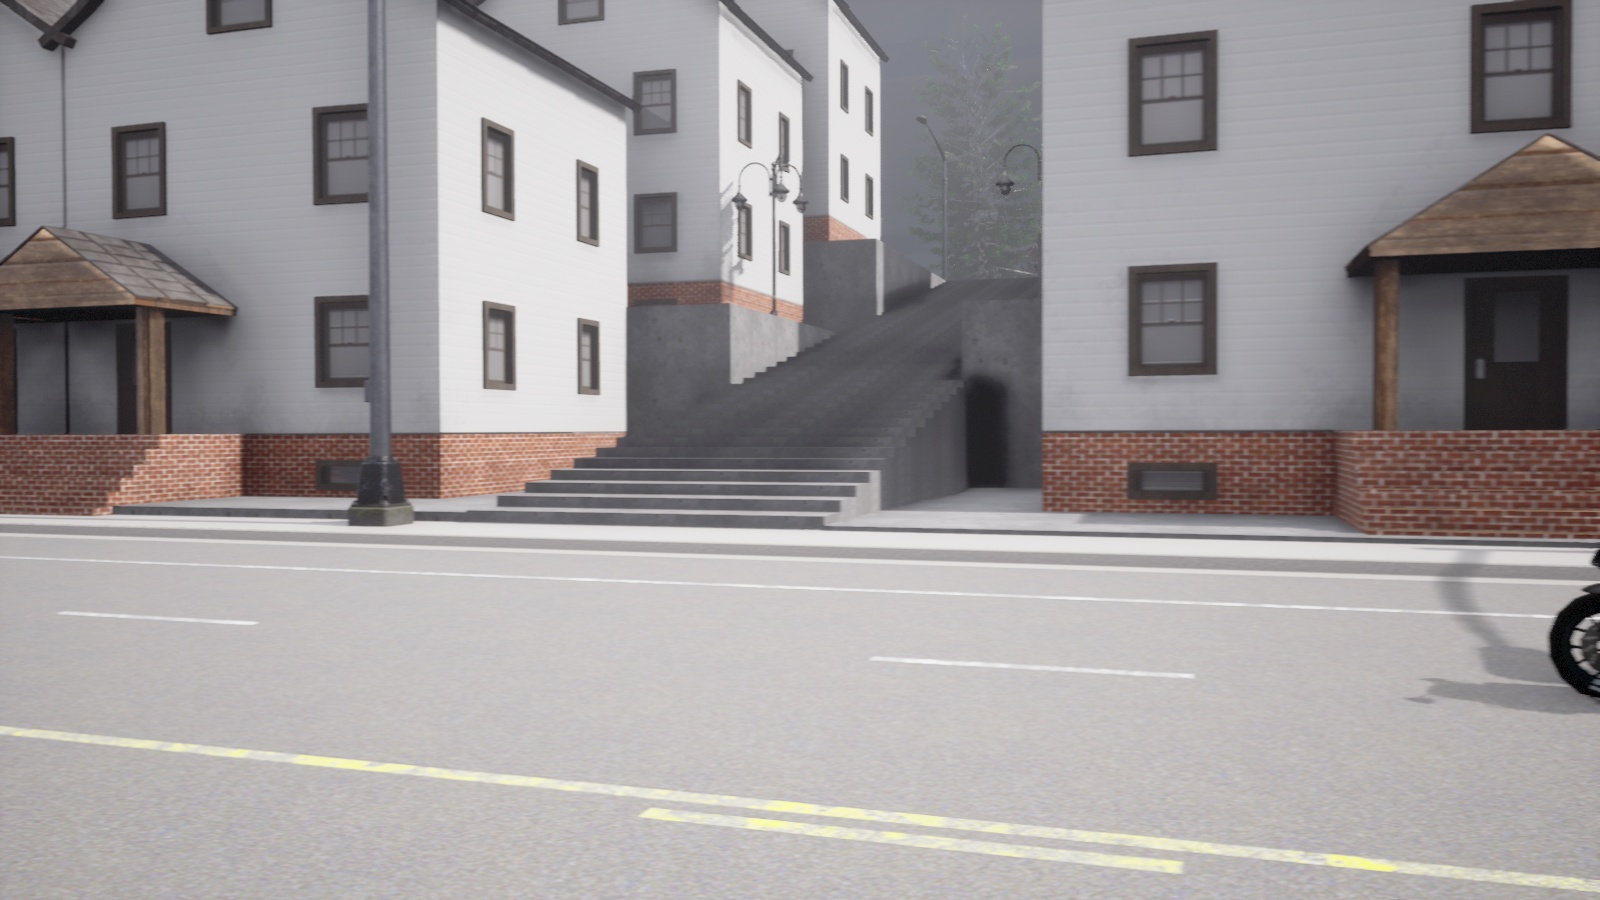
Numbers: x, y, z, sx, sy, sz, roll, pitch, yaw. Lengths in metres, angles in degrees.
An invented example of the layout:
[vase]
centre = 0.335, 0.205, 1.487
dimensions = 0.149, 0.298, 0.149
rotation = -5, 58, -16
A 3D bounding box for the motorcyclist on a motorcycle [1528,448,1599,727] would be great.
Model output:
[motorcyclist on a motorcycle]
centre = 5.298, 0.771, 6.898
dimensions = 2.191, 1.530, 0.866
rotation = 1, 1, 33
